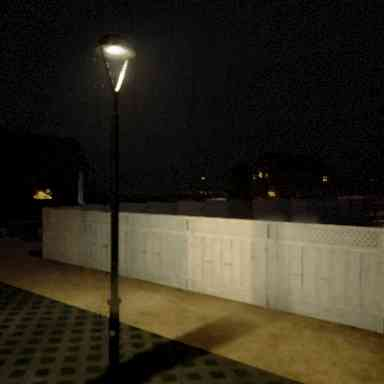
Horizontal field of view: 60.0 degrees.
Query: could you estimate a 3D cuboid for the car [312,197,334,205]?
[{"bbox_3d":[13.085,1.317,34.160,4.553,1.767,2.097,0,0,-32],"label":"car"}]
